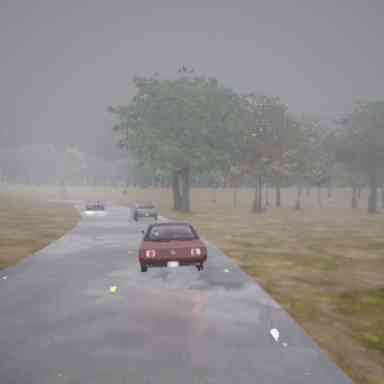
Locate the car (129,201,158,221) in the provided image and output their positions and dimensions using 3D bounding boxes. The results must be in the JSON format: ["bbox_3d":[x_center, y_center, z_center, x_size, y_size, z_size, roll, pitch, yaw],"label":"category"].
[{"bbox_3d":[-4.058,1.525,27.591,2.128,1.511,4.902,0,0,-16],"label":"car"}]

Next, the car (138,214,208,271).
[{"bbox_3d":[-0.737,1.638,11.114,1.895,1.301,4.718,-1,0,-6],"label":"car"}]

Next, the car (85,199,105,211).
[{"bbox_3d":[-11.566,1.499,39.598,1.994,1.385,4.181,0,1,-22],"label":"car"}]
